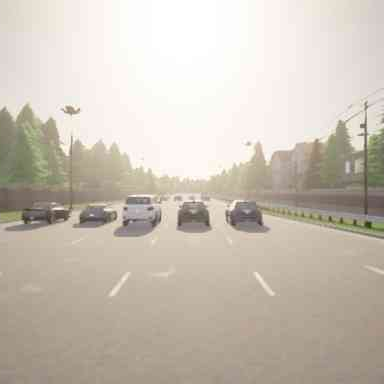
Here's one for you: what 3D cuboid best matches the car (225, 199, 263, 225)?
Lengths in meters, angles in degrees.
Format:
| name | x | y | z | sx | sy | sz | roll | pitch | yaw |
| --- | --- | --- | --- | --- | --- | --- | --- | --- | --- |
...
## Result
| name | x | y | z | sx | sy | sz | roll | pitch | yaw |
| --- | --- | --- | --- | --- | --- | --- | --- | --- | --- |
| car | 3.603 | 1.341 | 23.795 | 2.097 | 1.767 | 4.553 | 0 | 0 | 0 |

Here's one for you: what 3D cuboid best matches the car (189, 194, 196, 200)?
| name | x | y | z | sx | sy | sz | roll | pitch | yaw |
| --- | --- | --- | --- | --- | --- | --- | --- | --- | --- |
| car | 0.010 | 1.269 | 91.678 | 1.882 | 1.535 | 5.008 | 0 | 0 | 0 |

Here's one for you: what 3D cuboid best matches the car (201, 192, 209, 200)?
| name | x | y | z | sx | sy | sz | roll | pitch | yaw |
| --- | --- | --- | --- | --- | --- | --- | --- | --- | --- |
| car | 3.510 | 1.016 | 91.708 | 2.150 | 2.045 | 5.566 | 0 | 0 | 0 |

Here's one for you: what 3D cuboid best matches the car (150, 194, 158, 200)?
| name | x | y | z | sx | sy | sz | roll | pitch | yaw |
| --- | --- | --- | --- | --- | --- | --- | --- | --- | --- |
| car | -10.490 | 1.315 | 91.679 | 1.812 | 1.442 | 4.674 | 0 | 0 | 0 |

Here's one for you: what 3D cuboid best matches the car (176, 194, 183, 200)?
| name | x | y | z | sx | sy | sz | roll | pitch | yaw |
| --- | --- | --- | --- | --- | --- | --- | --- | --- | --- |
| car | -3.490 | 1.291 | 91.678 | 1.837 | 1.490 | 4.892 | 0 | 0 | 0 |

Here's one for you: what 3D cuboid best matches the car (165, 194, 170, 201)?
| name | x | y | z | sx | sy | sz | roll | pitch | yaw |
| --- | --- | --- | --- | --- | --- | --- | --- | --- | --- |
| car | -6.991 | 1.495 | 81.259 | 2.033 | 1.411 | 5.357 | 0 | 0 | 0 |

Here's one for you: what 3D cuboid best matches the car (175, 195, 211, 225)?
| name | x | y | z | sx | sy | sz | roll | pitch | yaw |
| --- | --- | --- | --- | --- | --- | --- | --- | --- | --- |
| car | 0.102 | 1.341 | 23.800 | 2.097 | 1.767 | 4.553 | 0 | 0 | 0 |

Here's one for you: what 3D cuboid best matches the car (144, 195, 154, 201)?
| name | x | y | z | sx | sy | sz | roll | pitch | yaw |
| --- | --- | --- | --- | --- | --- | --- | --- | --- | --- |
| car | -10.491 | 1.480 | 81.676 | 1.812 | 1.442 | 4.674 | 0 | 0 | 0 |

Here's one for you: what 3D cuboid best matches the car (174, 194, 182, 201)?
| name | x | y | z | sx | sy | sz | roll | pitch | yaw |
| --- | --- | --- | --- | --- | --- | --- | --- | --- | --- |
| car | -3.491 | 1.455 | 81.258 | 1.837 | 1.490 | 4.892 | 0 | 0 | 0 |

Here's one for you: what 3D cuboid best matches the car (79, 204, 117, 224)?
| name | x | y | z | sx | sy | sz | roll | pitch | yaw |
| --- | --- | --- | --- | --- | --- | --- | --- | --- | --- |
| car | -6.899 | 1.553 | 24.897 | 1.994 | 1.385 | 4.181 | 0 | 0 | 0 |

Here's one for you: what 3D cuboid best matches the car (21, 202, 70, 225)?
| name | x | y | z | sx | sy | sz | roll | pitch | yaw |
| --- | --- | --- | --- | --- | --- | --- | --- | --- | --- |
| car | -10.397 | 1.481 | 24.043 | 2.128 | 1.511 | 4.902 | 0 | 0 | 0 |

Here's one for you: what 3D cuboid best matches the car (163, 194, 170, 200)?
| name | x | y | z | sx | sy | sz | roll | pitch | yaw |
| --- | --- | --- | --- | --- | --- | --- | --- | --- | --- |
| car | -6.990 | 1.315 | 91.679 | 1.812 | 1.442 | 4.674 | 0 | 0 | 0 |

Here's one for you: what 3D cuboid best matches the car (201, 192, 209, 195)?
| name | x | y | z | sx | sy | sz | roll | pitch | yaw |
| --- | --- | --- | --- | --- | --- | --- | --- | --- | --- |
| car | 3.509 | 1.455 | 81.258 | 1.837 | 1.490 | 4.892 | 0 | 0 | 0 |

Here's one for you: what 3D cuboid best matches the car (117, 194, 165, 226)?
| name | x | y | z | sx | sy | sz | roll | pitch | yaw |
| --- | --- | --- | --- | --- | --- | --- | --- | --- | --- |
| car | -3.397 | 1.211 | 23.370 | 2.150 | 2.045 | 5.566 | 0 | 0 | 0 |
